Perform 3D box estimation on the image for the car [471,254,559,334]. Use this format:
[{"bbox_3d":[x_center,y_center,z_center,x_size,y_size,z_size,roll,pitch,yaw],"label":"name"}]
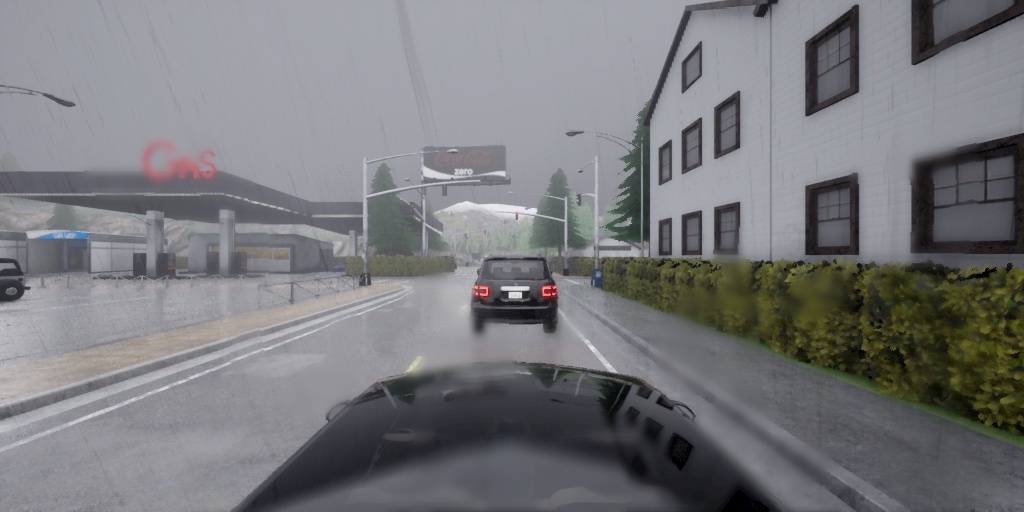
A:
[{"bbox_3d":[0.087,0.971,10.724,2.150,2.045,5.566,0,0,0],"label":"car"}]
